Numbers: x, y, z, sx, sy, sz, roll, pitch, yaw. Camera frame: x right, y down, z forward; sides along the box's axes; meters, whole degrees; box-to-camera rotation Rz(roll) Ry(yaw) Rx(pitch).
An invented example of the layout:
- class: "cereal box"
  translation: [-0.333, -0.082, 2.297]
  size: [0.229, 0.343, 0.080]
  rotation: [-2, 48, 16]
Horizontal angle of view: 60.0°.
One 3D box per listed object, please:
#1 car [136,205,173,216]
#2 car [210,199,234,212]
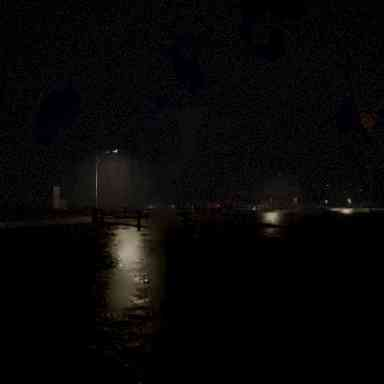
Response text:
- class: "car"
  translation: [-4.712, 2.335, 42.691]
  size: [2.033, 1.411, 5.357]
  rotation: [-1, -2, 35]
- class: "car"
  translation: [5.045, 2.237, 56.267]
  size: [2.150, 2.045, 5.566]
  rotation: [-1, -2, 35]
